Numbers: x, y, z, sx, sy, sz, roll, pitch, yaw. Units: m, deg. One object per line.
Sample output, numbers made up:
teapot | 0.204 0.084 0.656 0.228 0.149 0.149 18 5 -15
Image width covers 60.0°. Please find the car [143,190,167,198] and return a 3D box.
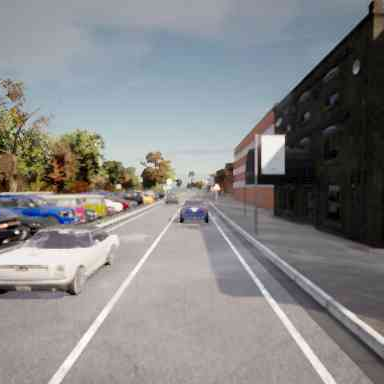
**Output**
car | -8.860 0.437 80.878 5.566 2.045 2.435 0 1 0

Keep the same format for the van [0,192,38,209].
van | -21.831 1.060 41.345 4.442 1.987 1.878 0 1 0

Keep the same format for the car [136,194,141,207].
car | -9.146 1.324 41.328 4.674 1.452 2.002 0 1 0

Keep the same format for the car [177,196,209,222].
car | 0.179 1.308 25.793 2.097 1.767 4.553 0 1 0

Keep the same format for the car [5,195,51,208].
car | -21.701 1.244 44.172 4.892 1.521 2.231 0 1 0

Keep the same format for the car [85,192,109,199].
car | -21.505 0.781 75.227 4.892 1.521 2.231 0 1 0

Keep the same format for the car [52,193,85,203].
car | -21.608 1.036 58.163 5.008 1.535 2.097 0 1 0

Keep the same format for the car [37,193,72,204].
car | -21.671 0.994 52.515 4.553 1.767 2.185 0 1 0

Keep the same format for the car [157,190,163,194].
car | -8.959 0.905 69.581 4.674 1.452 2.002 0 1 0

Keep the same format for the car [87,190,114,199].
car | -21.453 0.486 77.923 5.566 2.045 2.435 0 1 0

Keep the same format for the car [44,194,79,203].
car | -21.617 1.078 55.340 5.008 1.535 2.097 0 1 0

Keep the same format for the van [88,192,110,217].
van | -9.352 1.237 27.059 4.442 1.987 1.878 0 0 0

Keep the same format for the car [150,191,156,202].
car | -8.885 1.114 52.627 5.366 1.575 1.946 0 1 0

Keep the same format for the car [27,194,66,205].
car | -21.663 1.161 49.694 5.008 1.535 2.097 0 1 0

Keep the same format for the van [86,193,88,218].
van | -9.388 1.225 21.529 4.442 1.987 1.878 0 0 0

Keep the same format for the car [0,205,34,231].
car | -9.321 1.427 13.051 5.008 1.535 2.097 0 0 0

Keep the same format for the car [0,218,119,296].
car | -3.337 1.595 8.778 1.895 1.301 4.718 0 0 0

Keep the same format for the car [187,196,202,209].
car | 0.304 1.298 42.949 1.837 1.490 4.892 0 1 1

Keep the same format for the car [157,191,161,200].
car | -8.969 0.979 63.930 4.792 1.488 2.163 0 1 0

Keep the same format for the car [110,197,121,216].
car | -9.219 1.487 30.017 4.674 1.452 2.002 0 1 0

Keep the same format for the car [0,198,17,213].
car | -21.784 1.398 35.704 4.792 1.488 2.163 0 1 0

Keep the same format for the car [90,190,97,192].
car | -21.562 0.950 63.934 5.008 1.535 2.097 0 1 0

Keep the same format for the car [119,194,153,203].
car | -9.238 1.072 55.455 5.366 1.575 1.946 0 1 0

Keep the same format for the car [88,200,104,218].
car | -9.256 1.499 24.352 4.674 1.452 2.002 0 0 0

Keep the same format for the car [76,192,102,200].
car | -21.526 0.868 69.581 4.892 1.521 2.231 0 1 0

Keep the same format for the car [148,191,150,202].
car | -9.120 1.033 49.801 4.553 1.767 2.185 0 1 0

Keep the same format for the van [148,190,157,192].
van | -9.133 0.765 61.102 4.442 1.987 1.878 0 1 0

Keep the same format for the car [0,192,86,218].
car | -9.262 1.192 18.702 5.566 2.045 2.435 0 0 0

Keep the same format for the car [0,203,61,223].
car | -9.313 1.435 15.876 5.008 1.535 2.097 0 0 0

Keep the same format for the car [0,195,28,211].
car | -21.702 1.203 38.399 4.553 1.767 2.185 0 1 0

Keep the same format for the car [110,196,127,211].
car | -9.196 1.450 32.852 4.674 1.452 2.002 0 1 0

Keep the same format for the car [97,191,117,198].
car | -21.381 0.510 83.704 4.553 1.767 2.185 0 0 0

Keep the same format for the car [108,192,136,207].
car | -9.193 1.200 38.500 4.553 1.767 2.185 0 1 0

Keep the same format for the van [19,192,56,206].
van | -21.792 0.976 46.994 4.442 1.987 1.878 0 1 0

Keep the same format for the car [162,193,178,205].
car | -3.037 1.246 51.224 1.994 1.385 4.181 0 1 1

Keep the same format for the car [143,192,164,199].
car | -8.904 0.774 78.058 4.674 1.452 2.002 0 1 0

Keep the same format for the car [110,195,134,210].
car | -9.175 1.368 35.676 5.008 1.535 2.097 0 1 0

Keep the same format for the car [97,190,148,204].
car | -9.154 0.991 44.149 5.566 2.045 2.435 0 1 0
